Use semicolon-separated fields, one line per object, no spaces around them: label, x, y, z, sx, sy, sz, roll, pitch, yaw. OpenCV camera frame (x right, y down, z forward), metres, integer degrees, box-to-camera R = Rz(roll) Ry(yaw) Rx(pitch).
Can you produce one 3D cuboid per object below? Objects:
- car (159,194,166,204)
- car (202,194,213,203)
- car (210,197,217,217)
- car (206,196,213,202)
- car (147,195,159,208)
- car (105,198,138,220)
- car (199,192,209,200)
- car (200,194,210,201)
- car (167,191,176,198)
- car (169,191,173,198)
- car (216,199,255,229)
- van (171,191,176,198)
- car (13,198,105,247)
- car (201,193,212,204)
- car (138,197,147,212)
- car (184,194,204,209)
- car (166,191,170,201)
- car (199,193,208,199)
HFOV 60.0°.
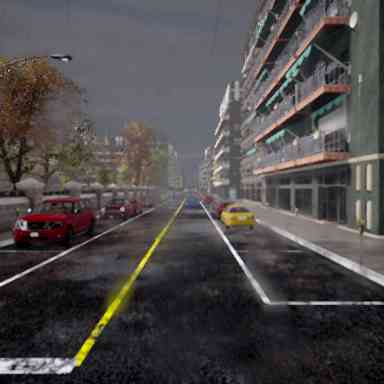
car;-5.687;1.183;53.260;1.802;1.307;4.206;0;0;0
car;2.694;1.106;58.794;1.887;1.381;4.507;0;0;0
car;2.690;1.348;25.583;1.887;1.381;4.507;0;0;0
car;2.691;1.313;31.119;2.008;1.369;4.403;0;0;0
car;-5.688;1.263;42.189;1.802;1.307;4.206;0;0;0
car;-5.691;1.244;25.583;1.967;1.590;4.097;0;0;0
car;2.695;0.886;75.398;1.967;1.590;4.097;0;0;0
car;2.695;1.050;69.865;1.947;1.339;4.313;0;0;0
car;-5.684;0.648;92.003;2.192;1.841;5.009;0;0;0
car;-5.685;1.035;69.865;2.008;1.369;4.403;0;0;0
car;2.689;1.369;20.218;1.752;1.417;4.829;0;0;0
van;-5.684;0.711;86.467;1.690;1.788;3.998;0;0;0
car;-5.693;1.201;14.512;2.192;1.841;5.009;0;0;0
car;2.693;1.146;53.259;1.887;1.381;4.507;0;0;0
car;-5.690;1.307;31.119;1.887;1.381;4.507;0;0;0
car;0.008;1.246;39.824;2.033;1.411;5.357;0;0;0
car;-5.686;1.049;64.159;1.752;1.417;4.829;0;0;0
car;2.697;0.974;80.934;1.947;1.339;4.313;0;0;0
